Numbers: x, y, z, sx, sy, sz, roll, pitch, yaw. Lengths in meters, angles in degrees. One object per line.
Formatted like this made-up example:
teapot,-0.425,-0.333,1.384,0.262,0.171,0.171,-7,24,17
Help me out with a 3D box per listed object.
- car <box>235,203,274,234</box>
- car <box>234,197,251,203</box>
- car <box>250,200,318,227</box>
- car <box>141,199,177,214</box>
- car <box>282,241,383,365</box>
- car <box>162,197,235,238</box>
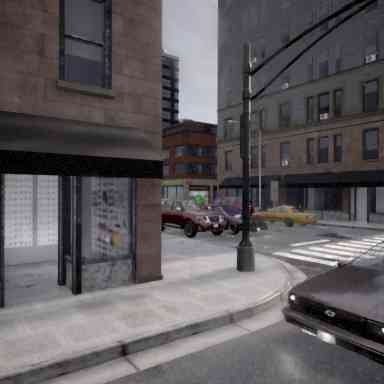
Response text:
car,1.795,1.529,19.245,2.033,1.411,5.357,0,0,-38
car,2.916,1.314,27.182,2.192,1.841,5.009,0,0,-36
car,6.115,1.530,22.697,1.752,1.417,4.829,0,0,-36
car,-3.682,1.531,36.427,1.887,1.381,4.507,0,0,-36
car,4.086,1.547,5.783,5.357,1.411,2.033,0,0,-30
car,-0.323,1.286,17.905,2.192,1.841,5.009,0,0,-36
